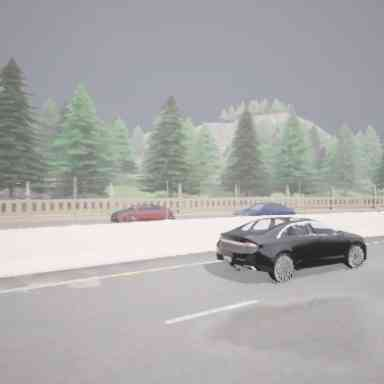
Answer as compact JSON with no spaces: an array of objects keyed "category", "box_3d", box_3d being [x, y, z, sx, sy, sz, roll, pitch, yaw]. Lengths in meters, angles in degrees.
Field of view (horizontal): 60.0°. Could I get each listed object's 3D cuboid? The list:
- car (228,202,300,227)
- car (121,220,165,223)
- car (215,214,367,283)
[{"category":"car","box_3d":[4.907,1.447,22.640,4.674,1.442,1.812,0,0,-25]},{"category":"car","box_3d":[-3.254,1.469,22.280,4.181,1.385,1.994,0,0,-30]},{"category":"car","box_3d":[2.972,1.460,9.528,4.902,1.511,2.128,0,0,-31]}]
